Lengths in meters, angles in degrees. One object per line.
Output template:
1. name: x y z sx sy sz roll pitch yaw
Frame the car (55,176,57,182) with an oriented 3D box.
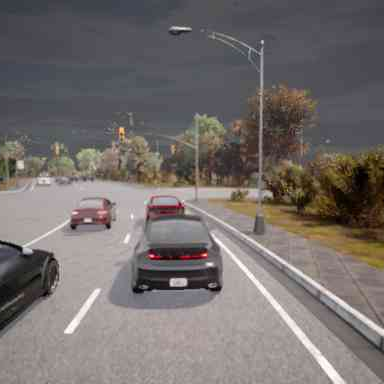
1. car: -30.437 -2.943 76.346 1.837 1.490 4.892 -2 4 -25

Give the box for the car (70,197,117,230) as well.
1. car: -4.915 0.971 16.924 1.812 1.442 4.674 -1 3 -8

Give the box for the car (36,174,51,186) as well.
1. car: -26.742 -2.171 60.105 2.150 2.045 5.566 -2 4 -24

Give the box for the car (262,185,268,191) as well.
1. car: 12.962 -0.829 52.233 4.892 1.490 1.837 1 3 -22

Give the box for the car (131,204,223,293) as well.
1. car: -0.402 1.293 8.333 1.837 1.490 4.892 0 2 -4

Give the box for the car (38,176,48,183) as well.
1. car: -33.616 -2.869 74.883 1.882 1.535 5.008 -2 4 -25

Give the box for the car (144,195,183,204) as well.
1. car: -1.454 0.892 17.383 1.882 1.535 5.008 -1 3 -8

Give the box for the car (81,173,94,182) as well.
1. car: -25.924 -3.667 83.194 2.150 2.045 5.566 -2 4 -25

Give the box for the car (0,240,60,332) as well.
1. car: -3.736 1.446 5.447 1.994 1.385 4.181 0 2 -3

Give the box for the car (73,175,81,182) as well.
1. car: -29.082 -3.293 81.706 1.837 1.490 4.892 -2 4 -25

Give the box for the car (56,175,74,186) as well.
1. car: -23.573 -1.964 61.602 1.812 1.442 4.674 -2 4 -24
